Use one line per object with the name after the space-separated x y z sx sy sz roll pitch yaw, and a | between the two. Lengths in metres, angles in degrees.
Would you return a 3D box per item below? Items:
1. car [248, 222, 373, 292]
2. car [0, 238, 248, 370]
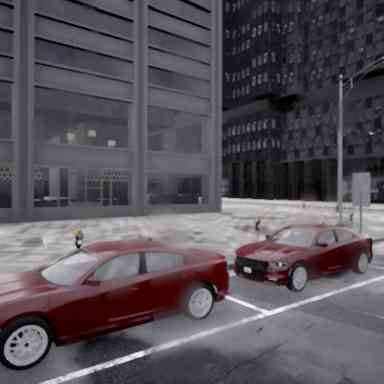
3.096 1.536 8.931 4.507 1.381 1.887 0 0 -36 | car
-1.381 1.542 5.693 4.507 1.381 1.887 0 0 -36 | car
